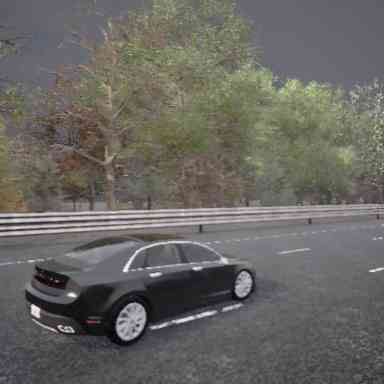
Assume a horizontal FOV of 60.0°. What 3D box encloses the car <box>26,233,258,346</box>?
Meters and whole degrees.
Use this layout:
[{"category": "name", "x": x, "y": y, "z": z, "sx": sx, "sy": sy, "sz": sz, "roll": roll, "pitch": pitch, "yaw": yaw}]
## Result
[{"category": "car", "x": -0.561, "y": 1.579, "z": 6.540, "sx": 1.837, "sy": 1.490, "sz": 4.892, "roll": 0, "pitch": -3, "yaw": 44}]
